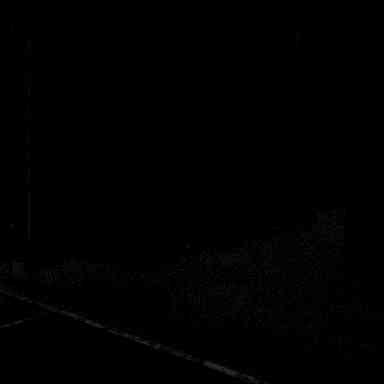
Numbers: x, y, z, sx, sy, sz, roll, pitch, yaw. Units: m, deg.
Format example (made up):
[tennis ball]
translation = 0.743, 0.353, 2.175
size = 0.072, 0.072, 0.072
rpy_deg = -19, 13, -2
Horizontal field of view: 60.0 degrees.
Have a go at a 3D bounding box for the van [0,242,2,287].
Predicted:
[van]
translation = -5.763, 1.339, 7.182
size = 3.998, 1.788, 1.690
rpy_deg = 0, 0, 35
